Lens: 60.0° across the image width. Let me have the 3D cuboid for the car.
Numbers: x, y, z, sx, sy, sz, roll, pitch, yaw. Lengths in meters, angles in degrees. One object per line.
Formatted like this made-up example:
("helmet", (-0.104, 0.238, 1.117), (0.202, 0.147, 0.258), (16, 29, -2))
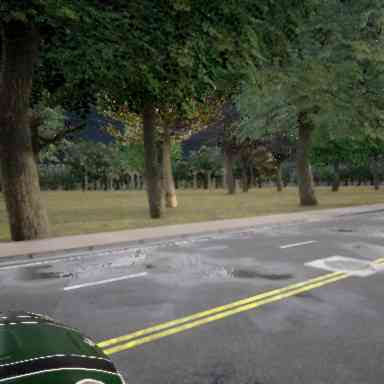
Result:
("car", (-2.541, 1.388, 1.637), (4.553, 1.767, 2.097), (-2, 1, -35))
